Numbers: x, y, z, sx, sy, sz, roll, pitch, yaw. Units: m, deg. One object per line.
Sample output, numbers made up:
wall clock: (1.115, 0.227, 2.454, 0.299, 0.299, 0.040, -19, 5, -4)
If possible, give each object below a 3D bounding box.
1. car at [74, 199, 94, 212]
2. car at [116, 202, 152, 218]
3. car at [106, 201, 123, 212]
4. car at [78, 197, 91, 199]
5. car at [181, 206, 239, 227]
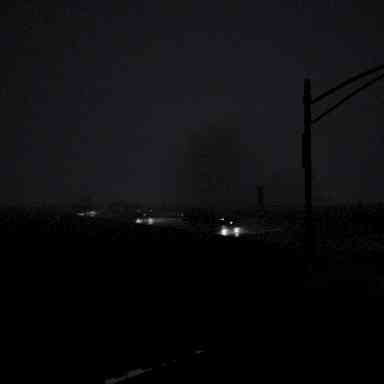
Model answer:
car: (-16.519, 2.216, 50.627, 1.837, 1.490, 4.892, -1, 0, -35)
car: (-6.128, 2.064, 36.060, 1.895, 1.301, 4.718, -1, 0, -36)
car: (-11.207, 2.076, 49.461, 2.128, 1.511, 4.902, -1, 0, -36)
car: (-20.415, 2.027, 62.271, 2.150, 2.045, 5.566, -1, 0, -36)
car: (1.233, 1.838, 25.801, 2.033, 1.411, 5.357, -1, 0, -36)
